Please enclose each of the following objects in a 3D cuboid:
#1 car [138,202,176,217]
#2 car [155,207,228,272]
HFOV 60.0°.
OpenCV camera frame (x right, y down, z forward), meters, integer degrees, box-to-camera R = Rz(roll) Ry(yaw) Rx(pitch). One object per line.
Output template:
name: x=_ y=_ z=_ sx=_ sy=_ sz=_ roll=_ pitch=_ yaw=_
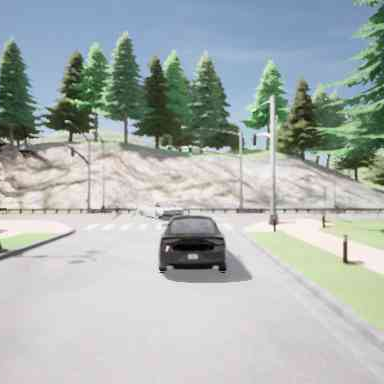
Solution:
car: x=-2.699 y=1.463 z=27.134 sx=1.895 sy=1.301 sz=4.718 roll=-1 pitch=1 yaw=-33
car: x=0.004 y=1.471 z=10.789 sx=1.882 sy=1.535 sz=5.008 roll=0 pitch=0 yaw=0
